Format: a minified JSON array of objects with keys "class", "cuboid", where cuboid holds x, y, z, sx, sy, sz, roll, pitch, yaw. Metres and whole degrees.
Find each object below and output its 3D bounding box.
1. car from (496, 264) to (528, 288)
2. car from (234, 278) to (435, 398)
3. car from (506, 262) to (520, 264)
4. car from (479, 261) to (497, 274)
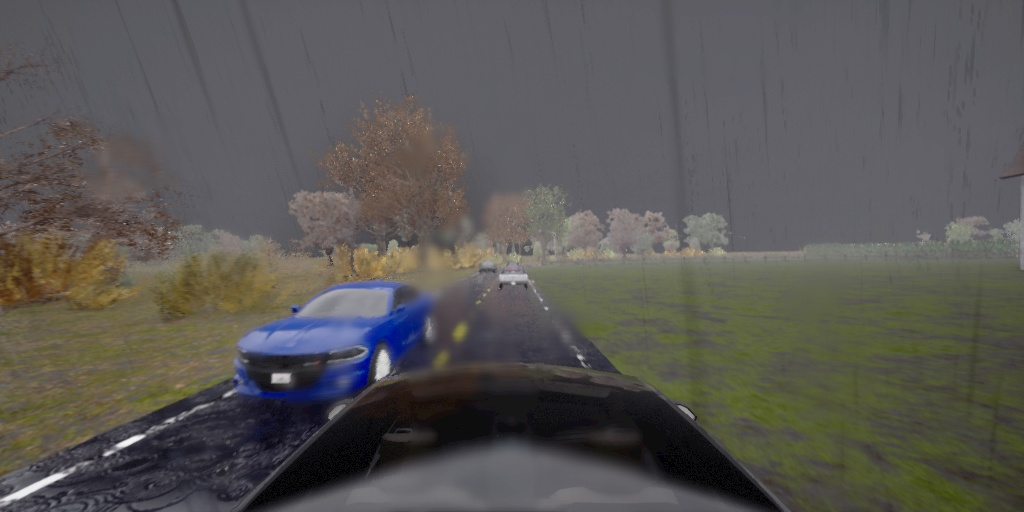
[{"class":"car","cuboid":[0.093,1.415,24.486,1.895,1.301,4.718,0,0,0]},{"class":"car","cuboid":[-2.832,1.244,6.913,1.882,1.535,5.008,0,0,0]},{"class":"car","cuboid":[0.107,1.400,45.891,1.994,1.385,4.181,0,0,1]},{"class":"car","cuboid":[-2.829,1.312,42.589,1.882,1.535,5.008,0,0,0]}]
